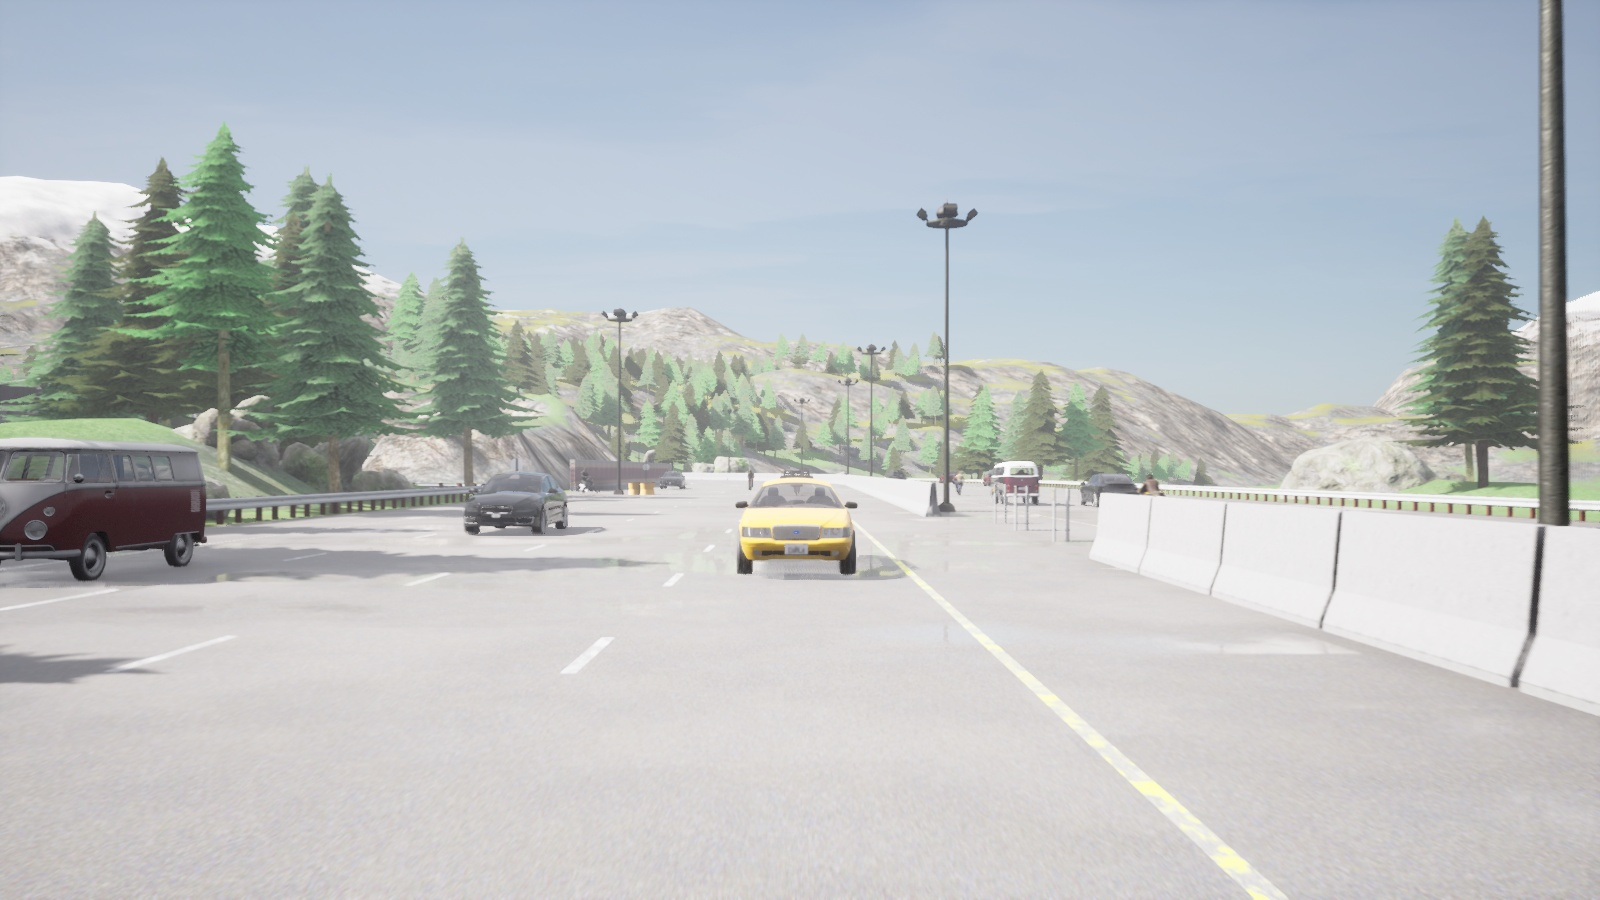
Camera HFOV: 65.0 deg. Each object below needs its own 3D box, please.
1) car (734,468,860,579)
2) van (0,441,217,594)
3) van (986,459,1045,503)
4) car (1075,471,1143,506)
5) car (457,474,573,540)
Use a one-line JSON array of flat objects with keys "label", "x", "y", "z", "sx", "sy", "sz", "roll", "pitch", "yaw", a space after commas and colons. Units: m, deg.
[{"label": "car", "x": -0.049, "y": 1.101, "z": 20.716, "sx": 1.801, "sy": 1.575, "sz": 5.366, "roll": 0, "pitch": -1, "yaw": 0}, {"label": "van", "x": -10.544, "y": 0.921, "z": 18.593, "sx": 1.775, "sy": 1.987, "sz": 4.442, "roll": 0, "pitch": -1, "yaw": 0}, {"label": "van", "x": 10.357, "y": 1.508, "z": 60.726, "sx": 2.069, "sy": 2.038, "sz": 4.480, "roll": 0, "pitch": -2, "yaw": 0}, {"label": "car", "x": 13.867, "y": 1.712, "z": 56.622, "sx": 1.837, "sy": 1.490, "sz": 4.892, "roll": 0, "pitch": -1, "yaw": 0}, {"label": "car", "x": -7.074, "y": 1.377, "z": 31.654, "sx": 1.837, "sy": 1.490, "sz": 4.892, "roll": 0, "pitch": -1, "yaw": 0}]
